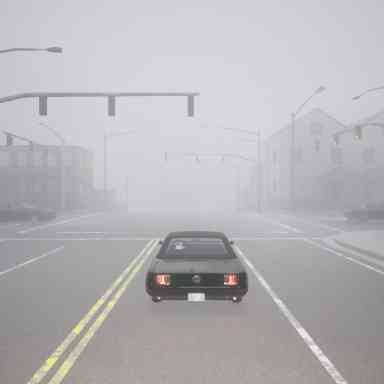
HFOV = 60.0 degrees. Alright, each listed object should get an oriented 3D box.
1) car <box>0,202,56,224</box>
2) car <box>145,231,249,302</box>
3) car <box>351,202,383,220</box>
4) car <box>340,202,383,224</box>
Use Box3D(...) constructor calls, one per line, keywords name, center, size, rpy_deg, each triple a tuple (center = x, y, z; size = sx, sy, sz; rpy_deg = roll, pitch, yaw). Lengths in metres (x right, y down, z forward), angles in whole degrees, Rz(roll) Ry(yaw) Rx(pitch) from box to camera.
Box3D(name="car", center=(-12.447, 1.479, 24.041), size=(5.008, 1.535, 1.882), rpy_deg=(-2, 0, 2))
Box3D(name="car", center=(0.104, 1.601, 8.193), size=(1.895, 1.301, 4.718), rpy_deg=(0, 0, 0))
Box3D(name="car", center=(16.034, 1.564, 28.154), size=(4.181, 1.385, 1.994), rpy_deg=(0, 0, 0))
Box3D(name="car", center=(13.518, 1.491, 24.429), size=(4.902, 1.511, 2.128), rpy_deg=(0, 0, -1))
